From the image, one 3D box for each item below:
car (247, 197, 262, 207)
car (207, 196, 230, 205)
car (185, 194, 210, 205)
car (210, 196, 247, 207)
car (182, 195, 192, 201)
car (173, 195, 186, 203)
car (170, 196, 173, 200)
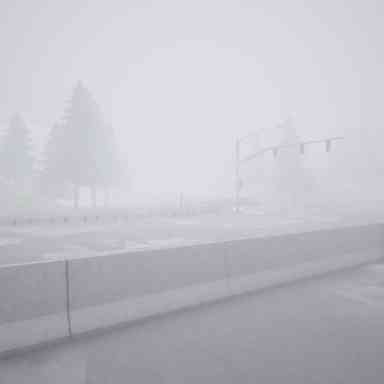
[{"bbox_3d":[8.693,1.505,51.404,1.837,1.490,4.892,0,0,-29],"label":"car"},{"bbox_3d":[4.748,1.491,59.777,2.128,1.511,4.902,0,0,-22],"label":"car"},{"bbox_3d":[1.182,1.547,59.149,2.033,1.411,5.357,0,0,-22],"label":"car"},{"bbox_3d":[5.400,1.547,50.062,2.033,1.411,5.357,0,0,-28],"label":"car"},{"bbox_3d":[-1.269,1.477,84.705,1.882,1.535,5.008,0,0,-7],"label":"car"},{"bbox_3d":[-1.894,1.601,68.234,1.895,1.301,4.718,0,0,-17],"label":"car"},{"bbox_3d":[-4.021,1.595,78.105,1.895,1.301,4.718,0,0,-11],"label":"car"}]
